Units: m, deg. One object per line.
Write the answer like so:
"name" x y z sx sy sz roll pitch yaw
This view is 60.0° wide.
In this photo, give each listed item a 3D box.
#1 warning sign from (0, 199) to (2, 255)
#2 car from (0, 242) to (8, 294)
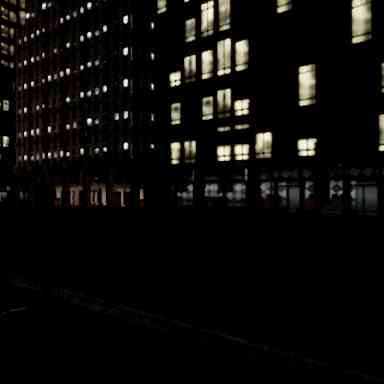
"warning sign" -7.156 1.164 10.893 1.060 1.860 1.300 0 0 35
"car" -5.887 1.350 7.059 5.009 1.841 2.192 0 0 35
